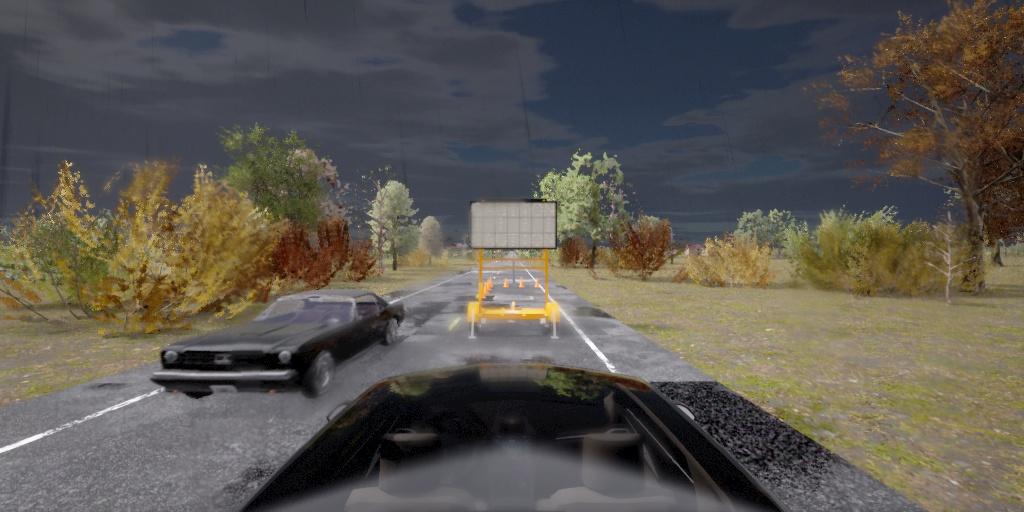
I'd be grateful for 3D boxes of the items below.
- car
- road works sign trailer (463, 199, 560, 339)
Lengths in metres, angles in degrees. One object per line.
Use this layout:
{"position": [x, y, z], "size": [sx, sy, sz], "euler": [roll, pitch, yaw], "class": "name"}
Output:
{"position": [-3.569, 1.350, 6.659], "size": [1.895, 1.301, 4.718], "euler": [0, 0, 0], "class": "car"}
{"position": [0.045, 0.212, 10.072], "size": [2.380, 3.560, 2.880], "euler": [0, 0, 0], "class": "road works sign trailer"}
